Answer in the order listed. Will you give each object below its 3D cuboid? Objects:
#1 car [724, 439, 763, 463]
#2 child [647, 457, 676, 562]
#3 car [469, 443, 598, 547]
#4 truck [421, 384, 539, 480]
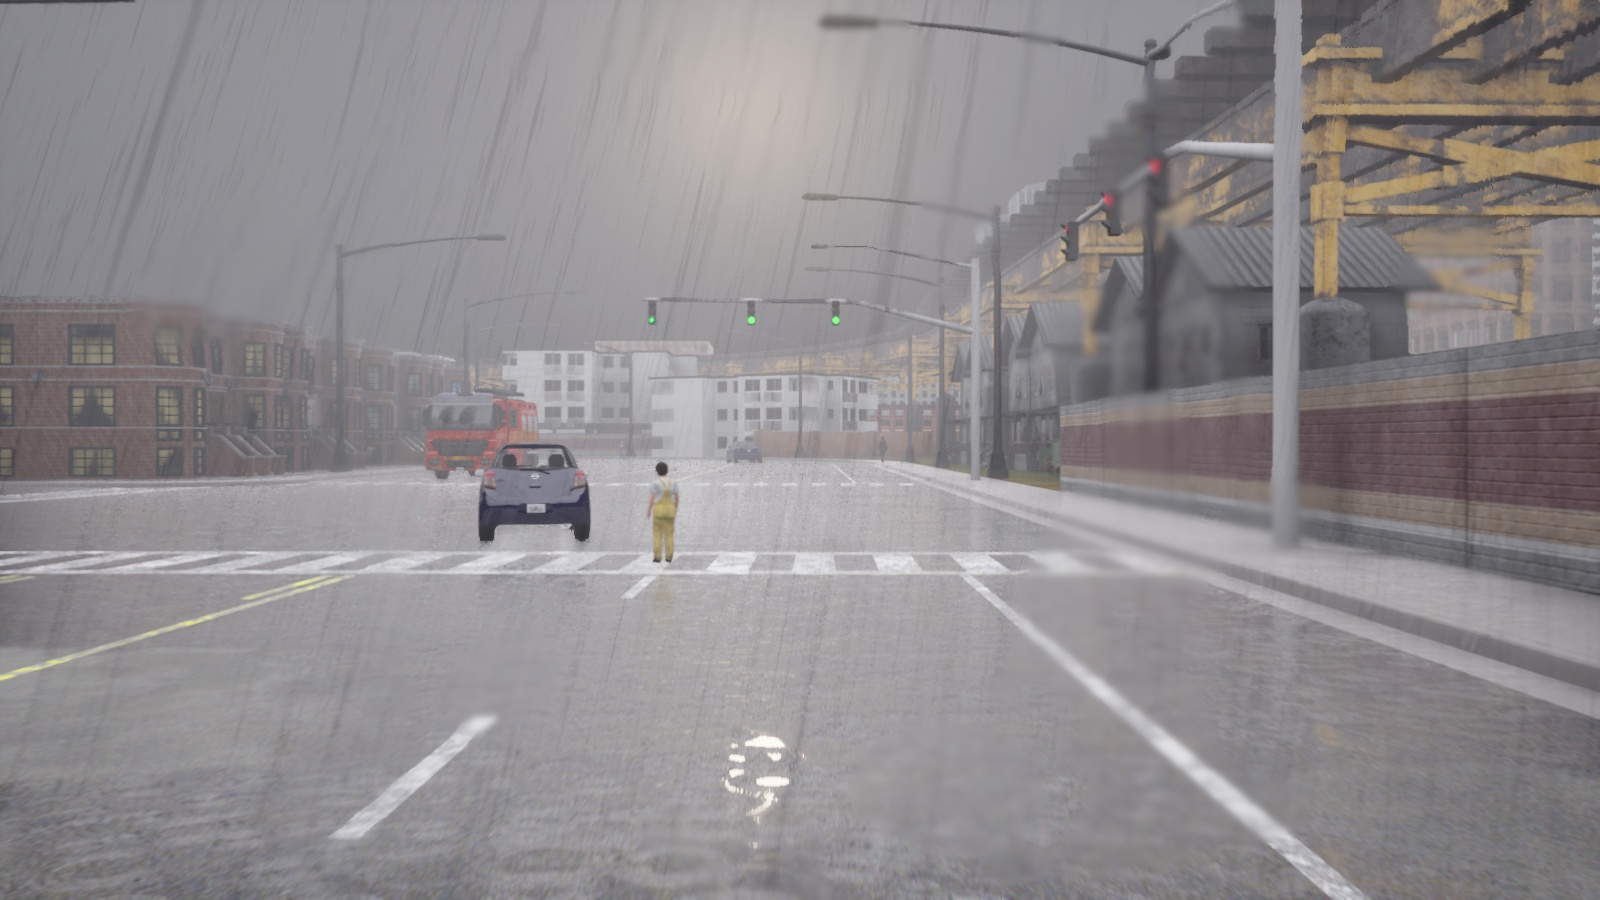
[{"bbox_3d":[-4.285,0.069,94.492,2.097,1.767,4.553,0,0,-13],"label":"car"},{"bbox_3d":[-1.709,0.723,15.481,0.270,1.263,0.437,0,0,-18],"label":"child"},{"bbox_3d":[-4.326,0.643,20.211,1.845,1.501,3.633,0,0,-13],"label":"car"},{"bbox_3d":[-13.666,-0.736,54.445,2.891,3.827,8.468,0,0,0],"label":"truck"}]
